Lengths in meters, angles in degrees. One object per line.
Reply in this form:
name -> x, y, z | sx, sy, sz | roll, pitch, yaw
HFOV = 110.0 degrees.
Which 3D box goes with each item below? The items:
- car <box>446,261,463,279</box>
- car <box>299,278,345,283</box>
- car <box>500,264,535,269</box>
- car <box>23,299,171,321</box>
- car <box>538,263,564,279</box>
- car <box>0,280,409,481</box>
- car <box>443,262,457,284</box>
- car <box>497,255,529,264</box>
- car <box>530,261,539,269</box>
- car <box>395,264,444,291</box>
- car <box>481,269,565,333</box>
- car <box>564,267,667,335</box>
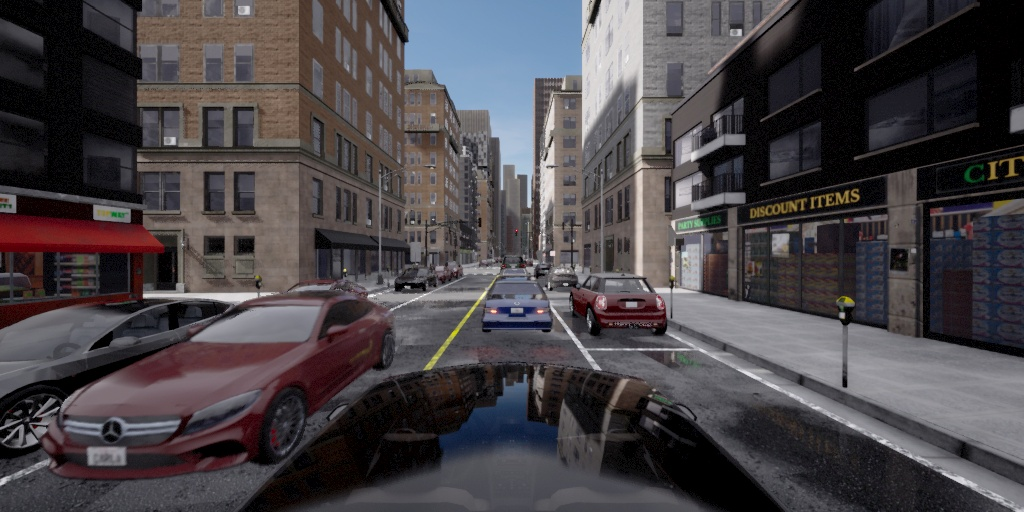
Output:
car -> -5.596, 1.193, 32.566 | 1.967, 1.591, 4.097 | 0, 0, 0
car -> -5.650, 1.332, 10.561 | 1.802, 1.307, 4.207 | 0, 0, 0
car -> 0.145, 1.352, 21.261 | 1.895, 1.301, 4.718 | 0, 0, 0
car -> -5.664, 1.315, 5.060 | 1.948, 1.339, 4.313 | 0, 0, 0
car -> 2.902, 1.301, 21.542 | 2.007, 1.370, 4.403 | 0, 0, 0
car -> -3.096, 1.275, 5.074 | 1.812, 1.442, 4.674 | 0, 0, 0
car -> -5.610, 1.334, 27.065 | 1.802, 1.307, 4.207 | 0, 0, 0
car -> 0.079, 0.975, 31.293 | 2.150, 2.045, 5.566 | 0, 0, -1
car -> 2.930, 1.319, 32.545 | 1.948, 1.339, 4.313 | 0, 0, 0
car -> -5.623, 1.317, 21.563 | 1.948, 1.339, 4.313 | 0, 0, 0
car -> 0.122, 1.297, 10.755 | 2.033, 1.411, 5.357 | 0, 0, 0
car -> 2.875, 1.190, 10.540 | 1.967, 1.591, 4.097 | 0, 0, 0
